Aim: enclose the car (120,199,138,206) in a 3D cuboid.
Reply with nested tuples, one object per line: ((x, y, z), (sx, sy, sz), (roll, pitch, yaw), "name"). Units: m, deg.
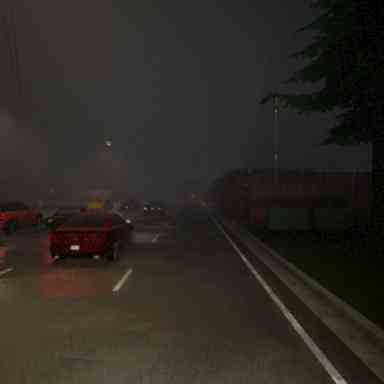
((-6.904, 1.477, 37.647), (1.812, 1.442, 4.674), (0, 0, 0), "car")

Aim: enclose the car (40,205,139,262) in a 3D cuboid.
((-3.395, 1.462, 12.136), (1.882, 1.535, 5.008), (0, 0, 0), "car")

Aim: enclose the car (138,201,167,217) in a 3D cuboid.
((-3.392, 1.507, 31.154), (2.033, 1.411, 5.357), (0, 0, 0), "car")

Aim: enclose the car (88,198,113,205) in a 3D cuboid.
((-10.389, 1.428, 38.073), (1.882, 1.535, 5.008), (0, 0, 0), "car")

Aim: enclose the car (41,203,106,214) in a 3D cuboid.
((-6.896, 1.575, 19.893), (1.895, 1.301, 4.718), (0, 0, 0), "car")

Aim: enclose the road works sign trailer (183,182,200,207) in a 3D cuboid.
((0.013, 0.400, 48.794), (2.380, 3.560, 2.880), (0, 0, 0), "road works sign trailer")

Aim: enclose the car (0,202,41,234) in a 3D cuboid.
((-10.395, 1.327, 19.024), (2.097, 1.767, 4.553), (0, 0, 0), "car")
